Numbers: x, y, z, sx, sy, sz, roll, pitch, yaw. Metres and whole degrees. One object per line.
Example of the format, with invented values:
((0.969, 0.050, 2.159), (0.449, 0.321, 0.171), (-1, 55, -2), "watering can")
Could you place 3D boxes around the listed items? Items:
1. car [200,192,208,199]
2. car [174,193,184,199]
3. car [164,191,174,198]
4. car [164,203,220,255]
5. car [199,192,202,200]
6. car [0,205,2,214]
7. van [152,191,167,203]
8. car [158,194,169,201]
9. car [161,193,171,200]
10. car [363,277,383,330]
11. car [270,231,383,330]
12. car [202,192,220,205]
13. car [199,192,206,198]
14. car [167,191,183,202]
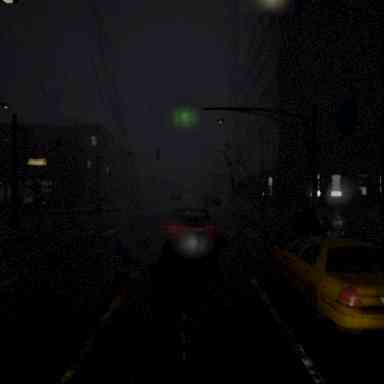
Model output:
((2.734, 0.861, 78.051), (1.752, 1.417, 4.829), (1, 0, 0), "car")
((-2.969, 0.875, 76.030), (2.033, 1.411, 5.357), (0, 0, 0), "car")
((-5.641, 0.606, 83.428), (2.192, 1.841, 5.009), (1, 0, 0), "car")
((-0.054, 1.381, 12.776), (2.128, 1.511, 4.902), (0, 0, -2), "car")
((2.731, 0.908, 72.517), (1.752, 1.417, 4.829), (1, 0, 0), "car")
((-19.406, 1.547, 29.813), (4.313, 1.339, 1.947), (-1, 0, 1), "car")
((-5.653, 0.866, 55.758), (1.690, 1.788, 3.998), (1, 0, 0), "van")
((-5.652, 1.013, 66.828), (1.802, 1.307, 4.206), (1, 0, 0), "car")
((-5.650, 0.950, 72.362), (1.947, 1.339, 4.313), (1, 0, 0), "car")
((2.668, 1.555, 1.083), (1.947, 1.339, 4.313), (1, 0, 0), "car")
((2.842, 1.465, 6.896), (1.752, 1.417, 4.829), (1, 0, 0), "car")
((2.721, 1.058, 44.672), (1.967, 1.590, 4.097), (1, 0, 0), "car")
((2.738, 0.788, 88.950), (1.887, 1.381, 4.507), (1, 0, 0), "car")
((-3.022, 0.837, 60.441), (2.097, 1.767, 4.553), (0, 0, 1), "car")
